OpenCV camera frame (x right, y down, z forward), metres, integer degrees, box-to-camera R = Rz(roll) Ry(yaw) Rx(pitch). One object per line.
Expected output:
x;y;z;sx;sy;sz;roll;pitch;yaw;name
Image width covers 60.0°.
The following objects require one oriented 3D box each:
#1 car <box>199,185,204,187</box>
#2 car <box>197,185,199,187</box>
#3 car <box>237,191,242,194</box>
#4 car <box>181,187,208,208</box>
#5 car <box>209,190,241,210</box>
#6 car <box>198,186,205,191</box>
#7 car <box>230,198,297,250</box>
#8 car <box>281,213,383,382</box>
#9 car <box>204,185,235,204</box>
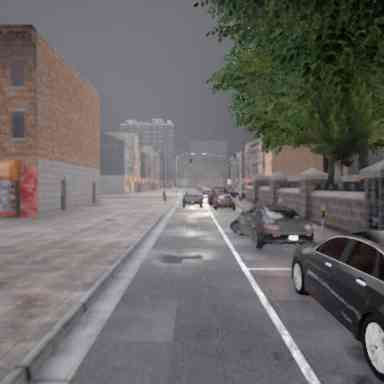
2.588;-0.099;59.468;1.887;1.381;4.507;1;1;0;car
2.572;-0.517;75.775;1.887;1.381;4.507;1;1;0;car
4.602;0.125;43.221;4.553;1.767;2.097;-1;1;-25;car
0.047;0.604;31.148;2.128;1.511;4.902;0;2;0;car
2.619;0.793;27.601;1.802;1.307;4.206;1;2;0;car
2.556;-0.886;92.083;1.802;1.307;4.206;0;1;0;car
2.895;1.162;12.444;1.812;1.442;4.674;0;2;-5;car
3.015;1.349;5.189;1.837;1.490;4.892;0;2;0;car
2.617;0.376;33.041;2.192;1.841;5.009;1;2;0;car
